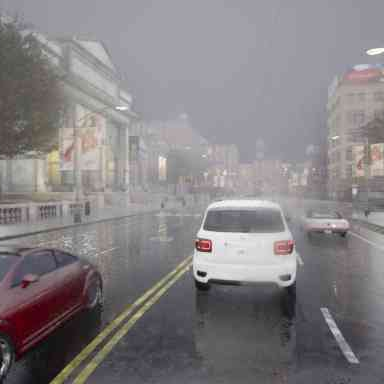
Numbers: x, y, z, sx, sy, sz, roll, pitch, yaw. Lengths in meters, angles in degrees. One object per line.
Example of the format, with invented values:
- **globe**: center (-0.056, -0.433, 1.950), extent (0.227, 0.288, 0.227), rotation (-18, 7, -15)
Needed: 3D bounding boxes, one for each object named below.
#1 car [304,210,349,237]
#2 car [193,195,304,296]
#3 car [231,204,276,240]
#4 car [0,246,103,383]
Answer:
- **car**: center (6.975, 1.600, 18.036), extent (1.895, 1.301, 4.718), rotation (0, 0, 12)
- **car**: center (1.469, 1.221, 8.964), extent (2.150, 2.045, 5.566), rotation (0, 0, 11)
- **car**: center (3.436, 1.492, 18.269), extent (2.128, 1.511, 4.902), rotation (0, 0, 12)
- **car**: center (-2.992, 1.564, 5.050), extent (1.994, 1.385, 4.181), rotation (0, 0, 8)
